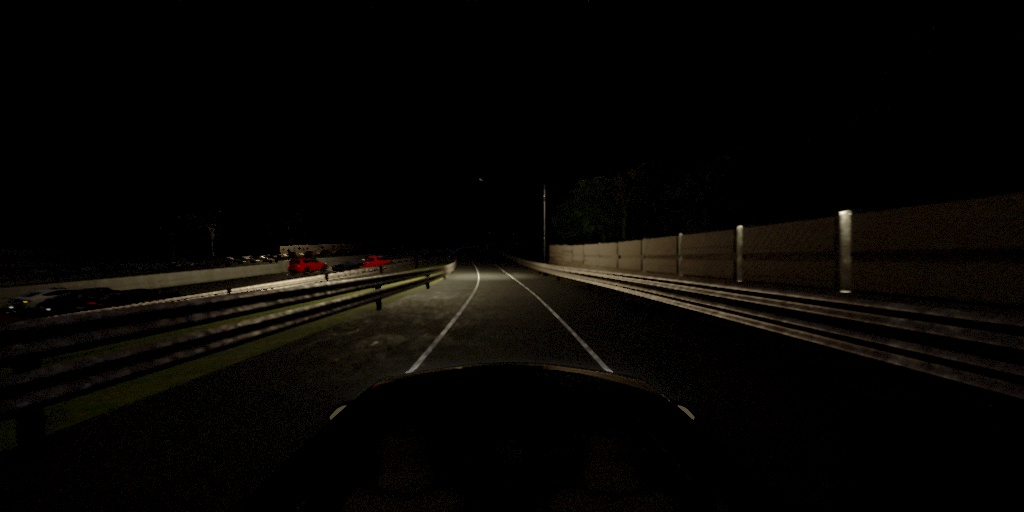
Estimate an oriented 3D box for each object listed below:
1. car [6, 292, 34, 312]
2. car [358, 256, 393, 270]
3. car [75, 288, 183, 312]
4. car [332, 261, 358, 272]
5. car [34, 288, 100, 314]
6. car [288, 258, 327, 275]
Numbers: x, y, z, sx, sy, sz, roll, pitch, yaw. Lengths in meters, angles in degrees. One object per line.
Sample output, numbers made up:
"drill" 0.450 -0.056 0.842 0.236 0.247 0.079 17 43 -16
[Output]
"car" -32.356 3.006 25.707 1.812 1.442 4.674 0 3 10
"car" -20.129 1.030 54.019 2.150 2.045 5.566 0 3 10
"car" -25.466 3.002 24.470 1.882 1.535 5.008 0 3 10
"car" -23.935 1.471 52.652 2.033 1.411 5.357 0 3 10
"car" -28.912 2.989 25.085 1.837 1.490 4.892 0 3 10
"car" -28.083 1.324 49.364 2.150 2.045 5.566 0 3 10
